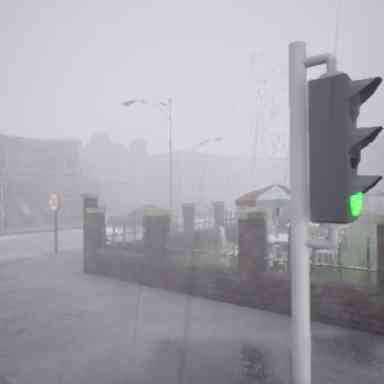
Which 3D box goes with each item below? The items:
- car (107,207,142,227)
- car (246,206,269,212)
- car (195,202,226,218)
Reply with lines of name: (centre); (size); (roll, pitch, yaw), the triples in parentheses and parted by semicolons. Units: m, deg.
car: (-4.225, 1.799, 24.717); (1.994, 1.385, 4.181); (-1, -1, 35)
car: (7.673, 1.714, 41.250); (1.882, 1.535, 5.008); (-1, -1, 42)
car: (1.650, 1.741, 32.976); (1.837, 1.490, 4.892); (-1, -1, 35)
